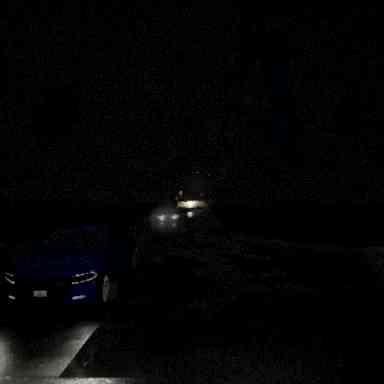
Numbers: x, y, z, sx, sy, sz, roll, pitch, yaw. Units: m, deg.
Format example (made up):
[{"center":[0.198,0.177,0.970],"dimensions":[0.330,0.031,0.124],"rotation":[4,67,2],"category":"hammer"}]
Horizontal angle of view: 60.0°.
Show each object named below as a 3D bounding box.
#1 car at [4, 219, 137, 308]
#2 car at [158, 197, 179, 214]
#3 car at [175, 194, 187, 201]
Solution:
[{"center":[-2.647,1.519,8.350],"dimensions":[1.882,1.535,5.008],"rotation":[0,0,1],"category":"car"},{"center":[-2.338,1.525,34.663],"dimensions":[2.033,1.411,5.357],"rotation":[0,0,1],"category":"car"},{"center":[-2.029,1.122,60.981],"dimensions":[2.097,1.767,4.553],"rotation":[0,0,1],"category":"car"}]
